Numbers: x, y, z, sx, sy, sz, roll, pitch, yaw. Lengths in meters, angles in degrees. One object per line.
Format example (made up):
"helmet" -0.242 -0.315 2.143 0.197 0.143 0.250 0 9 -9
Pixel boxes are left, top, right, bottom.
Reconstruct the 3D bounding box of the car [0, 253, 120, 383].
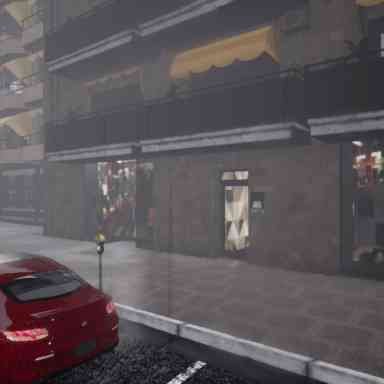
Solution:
"car" -2.867 1.583 4.925 4.206 1.307 1.802 0 0 36
